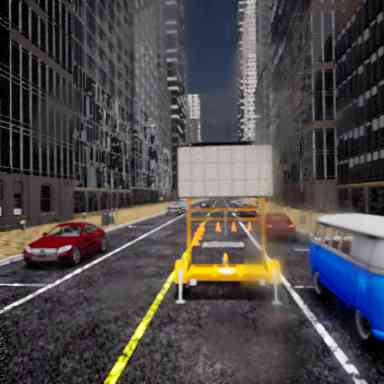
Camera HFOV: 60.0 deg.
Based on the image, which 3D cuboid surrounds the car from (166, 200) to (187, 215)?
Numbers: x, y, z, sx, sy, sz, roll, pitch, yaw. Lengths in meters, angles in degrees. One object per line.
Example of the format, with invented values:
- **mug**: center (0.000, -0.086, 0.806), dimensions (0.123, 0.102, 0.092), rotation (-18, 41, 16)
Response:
- **car**: center (-2.136, 2.073, 40.841), dimensions (2.008, 1.369, 4.403), rotation (-1, -1, 5)

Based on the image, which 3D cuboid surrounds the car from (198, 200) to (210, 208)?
- **car**: center (2.253, 2.164, 61.066), dimensions (2.128, 1.511, 4.902), rotation (-1, -1, 5)

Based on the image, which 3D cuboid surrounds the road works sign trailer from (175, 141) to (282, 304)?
- **road works sign trailer**: center (0.839, 0.553, 8.356), dimensions (2.380, 3.560, 2.880), rotation (-1, -1, 5)

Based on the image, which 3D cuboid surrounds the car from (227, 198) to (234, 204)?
- **car**: center (10.484, 2.395, 91.193), dimensions (1.887, 1.381, 4.507), rotation (-1, -1, 5)

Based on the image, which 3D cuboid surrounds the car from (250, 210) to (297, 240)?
- **car**: center (4.317, 1.725, 17.451), dimensions (1.802, 1.307, 4.206), rotation (-1, -1, 5)

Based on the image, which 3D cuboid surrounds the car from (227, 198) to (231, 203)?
- **car**: center (8.111, 2.039, 62.832), dimensions (1.967, 1.590, 4.097), rotation (-1, -1, 5)

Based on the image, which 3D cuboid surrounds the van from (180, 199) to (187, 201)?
- **van**: center (-1.190, 1.975, 52.189), dimensions (1.690, 1.788, 3.998), rotation (-1, -1, 5)

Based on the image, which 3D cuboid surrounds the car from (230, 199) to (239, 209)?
- **car**: center (6.689, 1.991, 45.813), dimensions (2.008, 1.369, 4.403), rotation (-1, -1, 5)

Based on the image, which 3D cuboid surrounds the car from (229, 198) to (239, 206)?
- **car**: center (8.585, 2.091, 68.504), dimensions (1.967, 1.590, 4.097), rotation (-1, -1, 5)

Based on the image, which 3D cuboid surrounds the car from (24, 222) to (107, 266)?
- **car**: center (-4.507, 1.803, 12.478), dimensions (1.802, 1.307, 4.206), rotation (-1, -1, 5)

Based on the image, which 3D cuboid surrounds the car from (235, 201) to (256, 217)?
- **car**: center (5.741, 1.906, 34.468), dimensions (1.802, 1.307, 4.206), rotation (-1, -1, 5)

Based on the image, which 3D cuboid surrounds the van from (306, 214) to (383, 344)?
- **van**: center (3.365, 1.363, 6.110), dimensions (1.690, 1.788, 3.998), rotation (-1, -1, 5)

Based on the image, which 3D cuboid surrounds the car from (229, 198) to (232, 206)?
- **car**: center (7.163, 2.046, 51.486), dimensions (2.008, 1.369, 4.403), rotation (-1, -1, 5)
